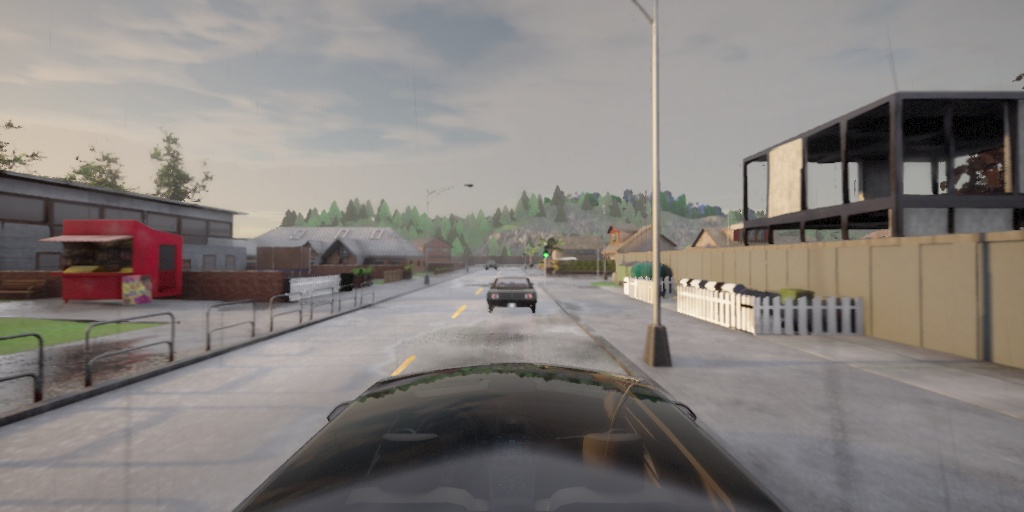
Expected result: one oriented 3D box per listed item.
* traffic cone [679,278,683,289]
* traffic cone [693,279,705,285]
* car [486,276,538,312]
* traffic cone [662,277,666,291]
[{"bbox_3d":[11.395,1.821,24.834,0.344,0.586,0.344,0,0,0],"label":"traffic cone"},{"bbox_3d":[15.803,1.894,30.287,0.344,0.586,0.344,0,0,0],"label":"traffic cone"},{"bbox_3d":[0.017,1.503,15.064,1.895,1.301,4.718,0,-1,0],"label":"car"},{"bbox_3d":[10.395,1.834,23.794,0.344,0.586,0.344,0,0,0],"label":"traffic cone"}]
